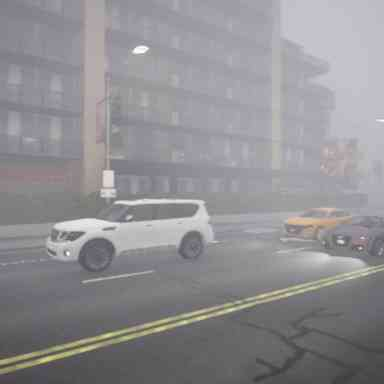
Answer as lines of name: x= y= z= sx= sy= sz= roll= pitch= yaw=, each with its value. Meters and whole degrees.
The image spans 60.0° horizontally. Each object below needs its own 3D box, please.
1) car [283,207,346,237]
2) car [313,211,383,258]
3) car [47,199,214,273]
car: x=6.838 y=1.566 z=17.356 sx=5.008 sy=1.535 sz=1.882 roll=0 pitch=0 yaw=-36
car: x=7.049 y=1.640 z=13.230 sx=4.181 sy=1.385 sz=1.994 roll=1 pitch=0 yaw=-35
car: x=-1.814 y=1.251 z=11.194 sx=5.566 sy=2.045 sz=2.150 roll=1 pitch=0 yaw=-35
